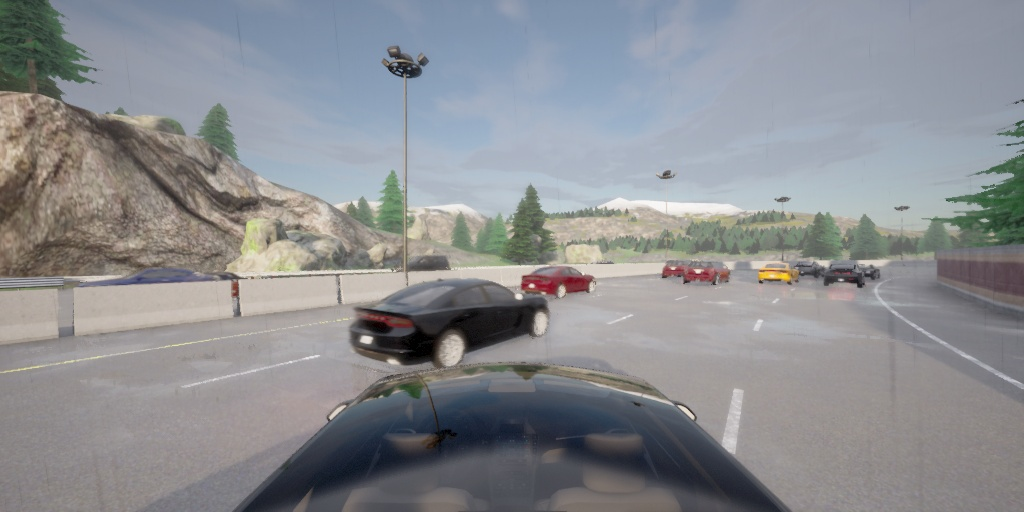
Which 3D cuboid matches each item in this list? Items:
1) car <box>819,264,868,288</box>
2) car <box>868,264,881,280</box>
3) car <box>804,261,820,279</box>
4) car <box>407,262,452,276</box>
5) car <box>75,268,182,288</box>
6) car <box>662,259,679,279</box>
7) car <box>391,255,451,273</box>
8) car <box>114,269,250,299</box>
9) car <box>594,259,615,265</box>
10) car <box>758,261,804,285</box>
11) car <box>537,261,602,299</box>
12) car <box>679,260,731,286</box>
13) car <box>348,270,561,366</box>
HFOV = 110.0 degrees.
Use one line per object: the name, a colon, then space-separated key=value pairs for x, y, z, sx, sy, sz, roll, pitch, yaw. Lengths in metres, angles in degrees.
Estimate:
car: x=22.427 y=1.255 z=24.169 sx=4.892 sy=1.490 sz=1.837 roll=0 pitch=0 yaw=-43
car: x=30.344 y=1.351 z=31.028 sx=4.718 sy=1.301 sz=1.895 roll=0 pitch=0 yaw=-39
car: x=27.584 y=1.241 z=33.275 sx=4.902 sy=1.511 sz=2.128 roll=0 pitch=0 yaw=-39
car: x=-8.646 y=1.314 z=37.727 sx=1.994 sy=1.385 sz=4.181 roll=0 pitch=0 yaw=42
car: x=-16.535 y=1.276 z=16.521 sx=1.812 sy=1.442 sz=4.674 roll=0 pitch=0 yaw=35
car: x=15.136 y=1.104 z=31.718 sx=4.553 sy=1.767 sz=2.097 roll=0 pitch=0 yaw=-43
car: x=-8.246 y=0.971 z=32.977 sx=2.150 sy=2.045 sz=5.566 roll=0 pitch=0 yaw=41
car: x=-13.182 y=1.351 z=15.258 sx=1.895 sy=1.301 sz=4.718 roll=0 pitch=0 yaw=35
car: x=11.802 y=1.190 z=47.775 sx=4.902 sy=1.511 sz=2.128 roll=0 pitch=0 yaw=-40
car: x=19.667 y=1.228 z=26.372 sx=5.008 sy=1.535 sz=1.882 roll=0 pitch=0 yaw=-44
car: x=2.467 y=1.227 z=18.221 sx=1.882 sy=1.535 sz=5.008 roll=0 pitch=0 yaw=39
car: x=14.198 y=1.102 z=25.955 sx=2.097 sy=1.767 sz=4.553 roll=0 pitch=0 yaw=45
car: x=-0.982 y=1.227 z=7.930 sx=1.882 sy=1.535 sz=5.008 roll=0 pitch=0 yaw=35
